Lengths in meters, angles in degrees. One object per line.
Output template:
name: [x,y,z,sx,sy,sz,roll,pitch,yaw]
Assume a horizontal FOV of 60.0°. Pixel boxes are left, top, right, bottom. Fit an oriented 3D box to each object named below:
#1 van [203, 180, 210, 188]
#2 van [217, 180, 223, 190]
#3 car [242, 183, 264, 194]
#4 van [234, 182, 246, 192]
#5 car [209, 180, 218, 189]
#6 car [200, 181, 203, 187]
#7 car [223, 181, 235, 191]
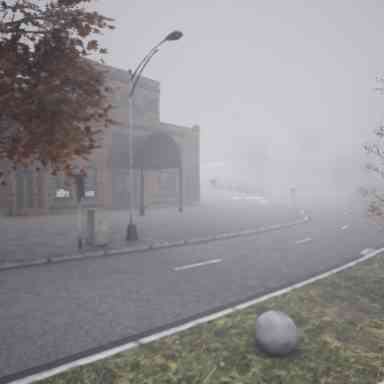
van: [5.491,-1.912,80.506,1.878,1.987,4.442,6,5,39]
van: [8.367,-1.401,75.153,1.878,1.987,4.442,6,6,40]
car: [12.940,-0.424,67.515,2.097,1.535,5.008,6,5,40]
van: [11.522,-0.904,70.174,1.878,1.987,4.442,6,5,40]
car: [6.905,-1.556,77.814,2.185,1.767,4.553,6,5,40]
car: [2.378,-2.188,85.594,2.231,1.521,4.892,6,5,39]
car: [9.930,-1.177,72.637,2.435,2.045,5.566,6,5,40]
